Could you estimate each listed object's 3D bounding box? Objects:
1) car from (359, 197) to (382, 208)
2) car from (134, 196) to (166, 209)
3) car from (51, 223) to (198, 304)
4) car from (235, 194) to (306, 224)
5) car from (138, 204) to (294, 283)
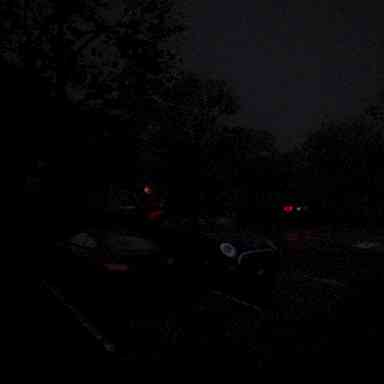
[{"bbox_3d":[28.782,1.594,52.262,2.097,1.767,4.553,-2,3,-35],"label":"car"},{"bbox_3d":[-4.866,1.216,37.909,1.882,1.535,5.008,-2,2,-36],"label":"car"},{"bbox_3d":[-2.102,1.553,8.277,2.002,1.452,4.674,1,0,-35],"label":"car"},{"bbox_3d":[5.346,1.173,23.645,2.150,2.045,5.566,-3,2,-36],"label":"car"},{"bbox_3d":[0.454,1.422,10.156,2.185,1.767,4.553,1,0,-35],"label":"car"}]
